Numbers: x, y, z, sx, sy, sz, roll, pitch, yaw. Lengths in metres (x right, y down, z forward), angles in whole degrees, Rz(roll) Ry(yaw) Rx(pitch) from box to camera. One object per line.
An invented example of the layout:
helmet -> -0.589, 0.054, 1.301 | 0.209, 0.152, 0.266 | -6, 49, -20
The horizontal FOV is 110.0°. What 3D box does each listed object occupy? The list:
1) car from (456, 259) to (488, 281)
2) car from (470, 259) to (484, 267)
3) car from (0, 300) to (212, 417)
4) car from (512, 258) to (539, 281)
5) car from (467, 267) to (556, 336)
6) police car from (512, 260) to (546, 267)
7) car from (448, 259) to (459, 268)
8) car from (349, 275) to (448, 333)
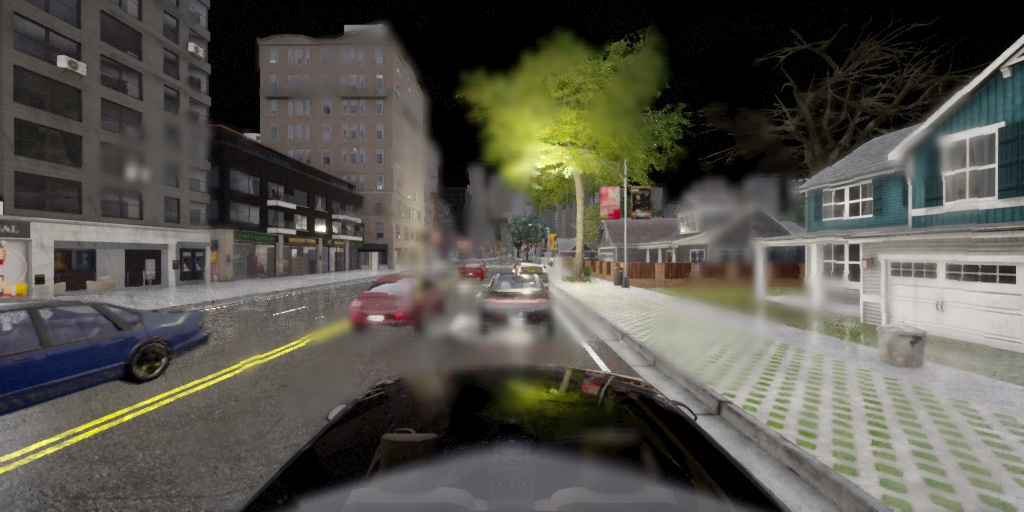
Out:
car -> -3.037, 1.209, 29.303 | 1.882, 1.535, 5.008 | 0, 0, 0
car -> -6.273, 1.205, 64.709 | 1.837, 1.490, 4.892 | 0, -1, 1
car -> -6.590, 1.297, 4.333 | 2.033, 1.411, 5.357 | 0, 0, 0
car -> 1.093, 1.082, 30.479 | 2.097, 1.767, 4.553 | 0, 0, 0
car -> 0.134, 1.239, 10.369 | 2.128, 1.511, 4.902 | 0, 0, 0
police car -> 1.052, 1.165, 20.618 | 1.930, 1.638, 5.238 | 0, 0, 0
car -> -9.565, 1.179, 61.099 | 1.882, 1.535, 5.008 | 0, 0, 1
car -> -3.114, 1.273, 10.580 | 1.812, 1.442, 4.674 | 0, 0, 0
